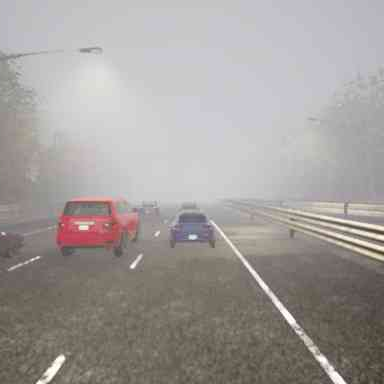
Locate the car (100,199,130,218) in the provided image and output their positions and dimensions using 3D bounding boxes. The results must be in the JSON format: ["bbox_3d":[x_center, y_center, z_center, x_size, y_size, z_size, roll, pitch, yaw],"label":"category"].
[{"bbox_3d":[-7.268,1.500,31.923,1.882,1.535,5.008,0,0,-1],"label":"car"}]

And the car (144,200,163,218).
[{"bbox_3d":[-3.734,1.510,30.296,2.128,1.511,4.902,0,0,-1],"label":"car"}]

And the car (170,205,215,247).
[{"bbox_3d":[0.006,1.530,14.843,1.812,1.442,4.674,0,0,-1],"label":"car"}]

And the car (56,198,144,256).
[{"bbox_3d":[-3.475,1.226,13.288,2.150,2.045,5.566,0,0,-1],"label":"car"}]

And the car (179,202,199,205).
[{"bbox_3d":[-0.244,1.582,30.805,1.994,1.385,4.181,0,0,-1],"label":"car"}]

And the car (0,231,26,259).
[{"bbox_3d":[-6.946,1.552,9.656,2.033,1.411,5.357,0,0,0],"label":"car"}]
